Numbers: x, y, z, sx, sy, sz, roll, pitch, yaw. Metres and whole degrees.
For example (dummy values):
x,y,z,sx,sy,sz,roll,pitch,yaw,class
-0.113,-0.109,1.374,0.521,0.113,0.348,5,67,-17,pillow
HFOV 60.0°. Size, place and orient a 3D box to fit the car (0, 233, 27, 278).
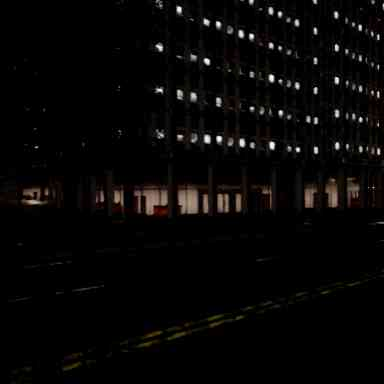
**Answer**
x,y,z,sx,sy,sz,roll,pitch,yaw,class
-6.303,1.485,7.173,4.902,1.511,2.128,0,0,-35,car
